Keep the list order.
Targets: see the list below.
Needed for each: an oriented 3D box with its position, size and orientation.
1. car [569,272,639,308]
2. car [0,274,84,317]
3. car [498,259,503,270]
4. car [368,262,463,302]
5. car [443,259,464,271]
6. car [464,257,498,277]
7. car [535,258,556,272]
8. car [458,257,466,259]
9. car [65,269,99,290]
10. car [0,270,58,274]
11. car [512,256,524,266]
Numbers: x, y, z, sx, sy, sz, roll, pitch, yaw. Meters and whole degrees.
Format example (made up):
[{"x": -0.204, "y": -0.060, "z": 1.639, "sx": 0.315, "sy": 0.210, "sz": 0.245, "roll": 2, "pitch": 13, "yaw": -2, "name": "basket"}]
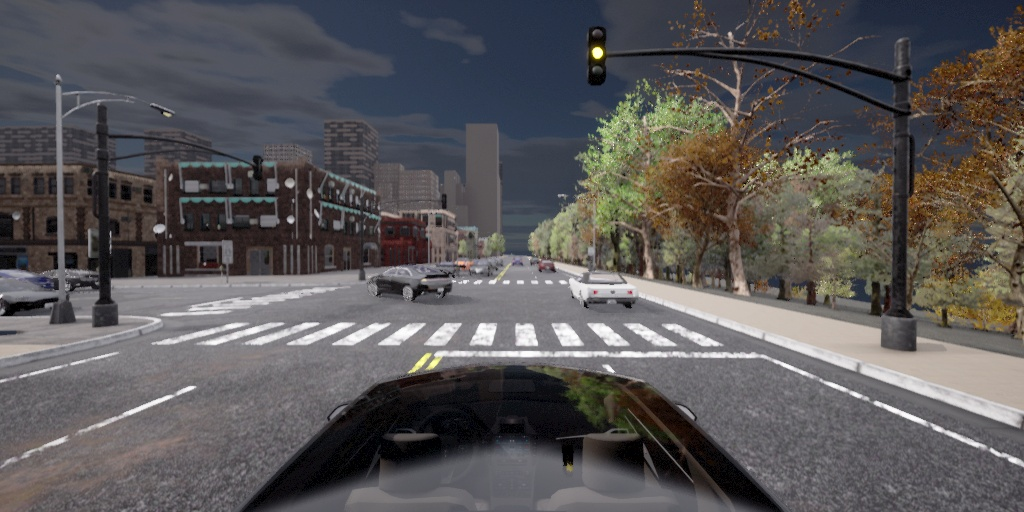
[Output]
[{"x": 3.552, "y": 1.304, "z": 14.802, "sx": 1.895, "sy": 1.301, "sz": 4.718, "roll": 0, "pitch": 0, "yaw": 1, "name": "car"}, {"x": -19.767, "y": 1.530, "z": 13.715, "sx": 4.313, "sy": 1.339, "sz": 1.948, "roll": 0, "pitch": 0, "yaw": 1, "name": "car"}, {"x": -2.646, "y": 1.087, "z": 44.899, "sx": 2.128, "sy": 1.511, "sz": 4.902, "roll": 0, "pitch": 0, "yaw": 1, "name": "car"}, {"x": -4.848, "y": 1.191, "z": 16.604, "sx": 4.902, "sy": 1.511, "sz": 2.128, "roll": 0, "pitch": 0, "yaw": 40, "name": "car"}, {"x": -6.082, "y": 1.201, "z": 33.763, "sx": 1.994, "sy": 1.385, "sz": 4.181, "roll": 0, "pitch": 0, "yaw": 1, "name": "car"}, {"x": -2.822, "y": 1.128, "z": 33.777, "sx": 2.128, "sy": 1.511, "sz": 4.902, "roll": 0, "pitch": 0, "yaw": 3, "name": "car"}, {"x": 4.012, "y": 1.129, "z": 42.148, "sx": 1.812, "sy": 1.442, "sz": 4.674, "roll": 0, "pitch": 0, "yaw": 1, "name": "car"}, {"x": -5.916, "y": 0.952, "z": 43.759, "sx": 2.097, "sy": 1.767, "sz": 4.553, "roll": 0, "pitch": 0, "yaw": 1, "name": "car"}, {"x": -27.959, "y": 1.499, "z": 22.362, "sx": 4.403, "sy": 1.370, "sz": 2.007, "roll": 0, "pitch": 0, "yaw": 1, "name": "car"}, {"x": -28.293, "y": 1.512, "z": 19.780, "sx": 4.674, "sy": 1.442, "sz": 1.812, "roll": -1, "pitch": 1, "yaw": 1, "name": "car"}, {"x": 0.999, "y": 1.050, "z": 63.799, "sx": 1.812, "sy": 1.442, "sz": 4.674, "roll": 0, "pitch": 0, "yaw": 1, "name": "car"}]
